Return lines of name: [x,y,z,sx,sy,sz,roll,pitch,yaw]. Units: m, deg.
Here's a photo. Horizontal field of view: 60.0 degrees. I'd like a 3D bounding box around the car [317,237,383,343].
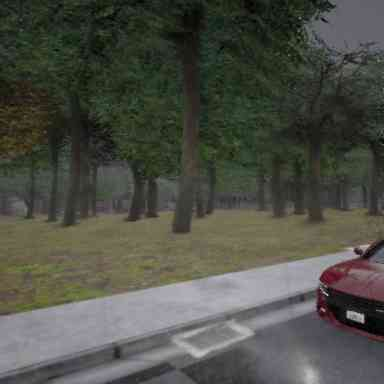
car: [4.343,1.486,6.127,5.008,1.535,1.882,0,0,-35]
